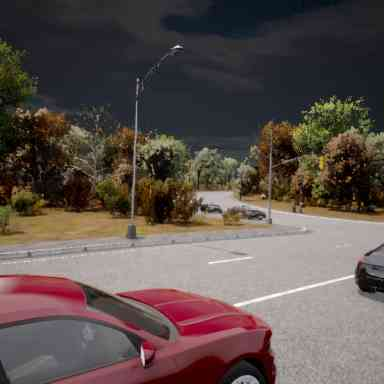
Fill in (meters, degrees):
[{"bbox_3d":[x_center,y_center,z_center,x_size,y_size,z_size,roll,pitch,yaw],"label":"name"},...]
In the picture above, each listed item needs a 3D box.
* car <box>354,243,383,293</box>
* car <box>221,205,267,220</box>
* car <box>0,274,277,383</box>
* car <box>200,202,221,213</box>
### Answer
[{"bbox_3d":[5.734,1.664,7.893,4.181,1.385,1.994,1,-1,-35],"label":"car"},{"bbox_3d":[5.749,2.175,36.024,2.033,1.411,5.357,3,-1,-26],"label":"car"},{"bbox_3d":[-1.413,1.479,2.737,5.008,1.535,1.882,0,0,-36],"label":"car"},{"bbox_3d":[2.508,2.079,44.727,1.994,1.385,4.181,3,0,-19],"label":"car"}]
